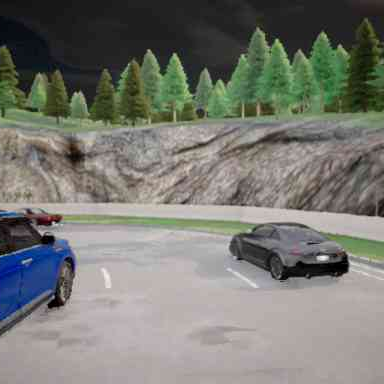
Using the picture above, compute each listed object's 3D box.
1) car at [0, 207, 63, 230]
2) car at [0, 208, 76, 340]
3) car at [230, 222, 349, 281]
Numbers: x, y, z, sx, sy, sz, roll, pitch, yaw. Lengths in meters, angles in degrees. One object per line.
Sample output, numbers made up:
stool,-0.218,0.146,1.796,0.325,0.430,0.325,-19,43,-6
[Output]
car,-11.195,1.703,21.838,4.718,1.301,1.895,0,0,8
car,-3.514,1.244,4.847,2.150,2.045,5.566,0,0,-2
car,2.701,1.613,10.157,1.994,1.385,4.181,0,0,-15
